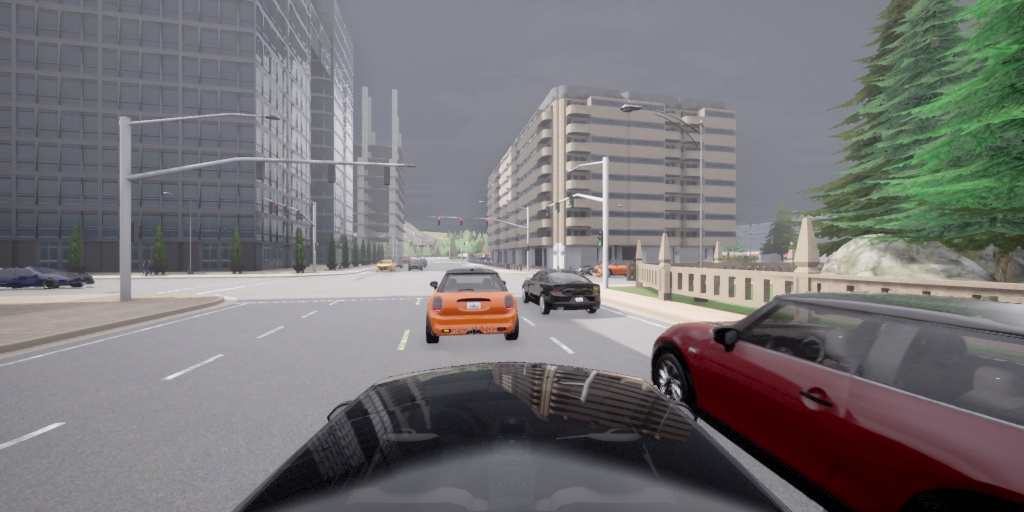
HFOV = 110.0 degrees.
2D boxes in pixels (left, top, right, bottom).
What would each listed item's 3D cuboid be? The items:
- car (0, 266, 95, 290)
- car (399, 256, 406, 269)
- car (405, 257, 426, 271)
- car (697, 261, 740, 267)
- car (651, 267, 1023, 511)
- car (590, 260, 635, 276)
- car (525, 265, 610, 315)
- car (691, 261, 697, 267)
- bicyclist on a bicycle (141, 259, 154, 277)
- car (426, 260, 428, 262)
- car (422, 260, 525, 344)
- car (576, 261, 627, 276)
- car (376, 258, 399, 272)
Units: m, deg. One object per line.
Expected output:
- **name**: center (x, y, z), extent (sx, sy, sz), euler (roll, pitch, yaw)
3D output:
- **car**: center (-29.686, 1.353, 22.124), extent (5.357, 1.411, 2.033), euler (0, 0, -12)
- **car**: center (-18.393, 1.241, 56.977), extent (2.128, 1.511, 4.902), euler (0, 0, -12)
- **car**: center (-13.083, 1.255, 48.868), extent (1.837, 1.490, 4.892), euler (0, 0, -12)
- **car**: center (22.171, 1.332, 37.301), extent (4.674, 1.442, 1.812), euler (0, 0, -13)
- **car**: center (3.151, 1.104, 3.244), extent (2.097, 1.767, 4.553), euler (0, 0, -5)
- **car**: center (10.030, 1.157, 34.642), extent (4.553, 1.767, 2.097), euler (0, 0, -12)
- **car**: center (1.686, 1.228, 13.773), extent (1.882, 1.535, 5.008), euler (0, 0, -10)
- **car**: center (21.236, 1.283, 40.692), extent (5.008, 1.535, 1.882), euler (0, 0, -12)
- **bicyclist on a bicycle**: center (-33.998, 1.106, 33.445), extent (0.582, 1.620, 1.656), euler (0, 0, -12)
- **car**: center (-15.271, 1.311, 59.155), extent (1.994, 1.385, 4.181), euler (0, 0, -12)
- **car**: center (-1.181, 1.102, 9.912), extent (2.097, 1.767, 4.553), euler (0, 0, -10)
- **car**: center (9.480, 1.297, 38.108), extent (4.902, 1.511, 2.128), euler (0, 0, -12)
- **car**: center (-15.890, 1.228, 45.227), extent (1.882, 1.535, 5.008), euler (0, 0, -12)
